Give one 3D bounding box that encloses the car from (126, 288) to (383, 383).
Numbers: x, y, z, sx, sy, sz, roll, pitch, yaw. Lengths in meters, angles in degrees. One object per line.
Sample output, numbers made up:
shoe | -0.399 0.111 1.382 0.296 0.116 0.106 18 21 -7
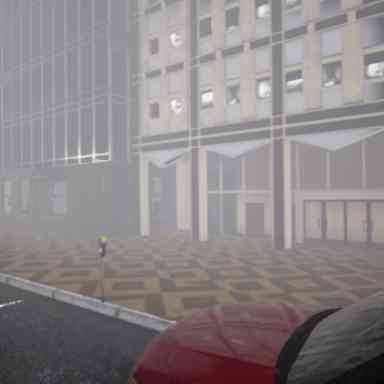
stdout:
car | 1.817 1.310 1.584 5.009 1.841 2.192 -1 -1 35
